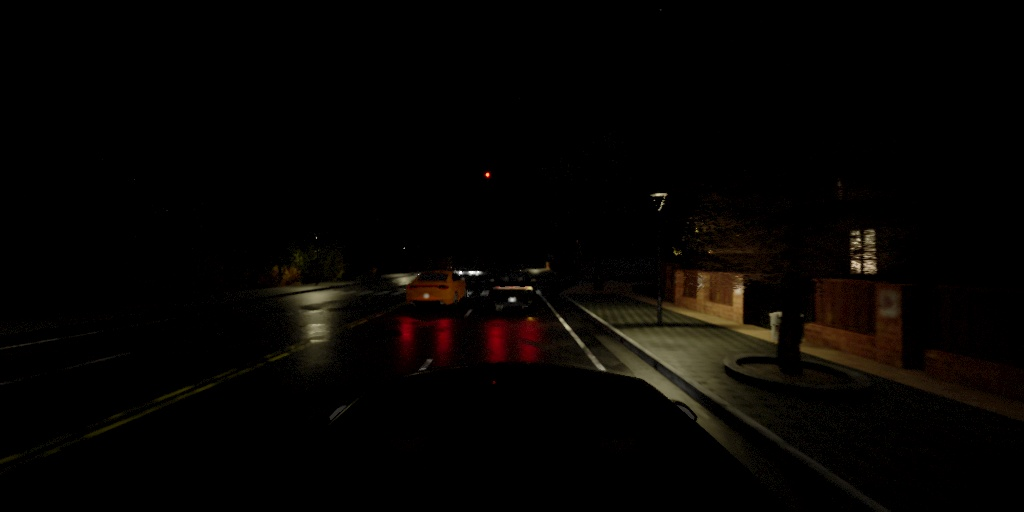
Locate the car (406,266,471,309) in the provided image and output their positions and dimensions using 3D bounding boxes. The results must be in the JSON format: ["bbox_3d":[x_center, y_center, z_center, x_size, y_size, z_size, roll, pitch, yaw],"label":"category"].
[{"bbox_3d":[-3.224,1.386,16.053,1.882,1.535,5.008,0,0,0],"label":"car"}]

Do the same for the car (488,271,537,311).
[{"bbox_3d":[0.052,1.393,15.356,2.128,1.511,4.902,0,0,1],"label":"car"}]

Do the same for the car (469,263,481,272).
[{"bbox_3d":[-6.513,1.954,63.502,2.128,1.511,4.902,0,-1,1],"label":"car"}]

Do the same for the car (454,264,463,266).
[{"bbox_3d":[-9.744,2.071,64.176,1.895,1.301,4.718,0,-1,1],"label":"car"}]
